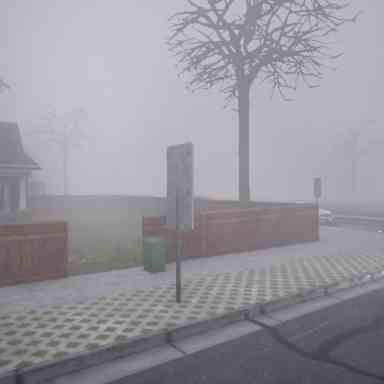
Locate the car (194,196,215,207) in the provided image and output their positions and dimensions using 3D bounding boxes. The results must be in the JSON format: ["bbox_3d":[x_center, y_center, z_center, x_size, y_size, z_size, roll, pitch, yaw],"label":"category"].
[{"bbox_3d":[1.166,1.127,30.741,1.882,1.535,5.008,0,1,-36],"label":"car"}]

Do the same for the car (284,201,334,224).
[{"bbox_3d":[7.164,1.334,22.442,1.812,1.442,4.674,0,1,-36],"label":"car"}]

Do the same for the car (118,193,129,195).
[{"bbox_3d":[-10.849,0.815,52.370,1.994,1.385,4.181,0,1,-34],"label":"car"}]

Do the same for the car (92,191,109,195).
[{"bbox_3d":[-16.732,0.593,60.521,1.837,1.490,4.892,0,1,-36],"label":"car"}]

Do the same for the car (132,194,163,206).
[{"bbox_3d":[-4.943,1.012,39.204,1.812,1.442,4.674,0,1,-36],"label":"car"}]
